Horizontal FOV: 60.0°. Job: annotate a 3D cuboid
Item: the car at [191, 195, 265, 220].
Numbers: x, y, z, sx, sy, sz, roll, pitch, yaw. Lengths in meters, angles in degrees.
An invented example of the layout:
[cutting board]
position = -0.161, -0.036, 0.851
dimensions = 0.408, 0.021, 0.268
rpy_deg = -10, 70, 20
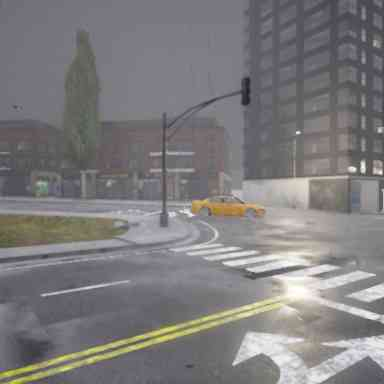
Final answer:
[car]
position = 2.461, 1.030, 22.915
dimensions = 5.008, 1.535, 1.882
rpy_deg = 2, 0, 11
